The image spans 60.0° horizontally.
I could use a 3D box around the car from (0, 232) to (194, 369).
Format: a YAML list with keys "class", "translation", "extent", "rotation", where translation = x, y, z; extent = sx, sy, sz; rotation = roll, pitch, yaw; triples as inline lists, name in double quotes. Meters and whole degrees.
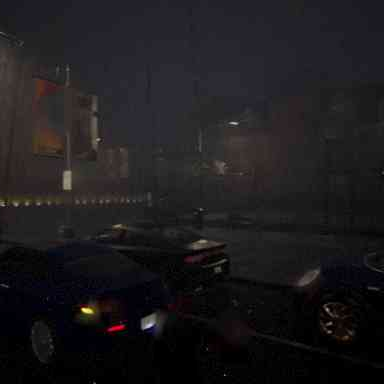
- class: "car"
  translation: [-2.443, 1.551, 5.728]
  extent: [4.674, 1.442, 1.812]
  rotation: [0, 0, 35]

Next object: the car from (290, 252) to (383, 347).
- class: "car"
  translation: [3.840, 1.353, 4.866]
  extent: [4.553, 1.767, 2.185]
  rotation: [0, 0, 35]

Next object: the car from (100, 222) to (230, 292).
- class: "car"
  translation: [-1.475, 1.509, 8.477]
  extent: [5.008, 1.535, 2.097]
  rotation: [0, 0, 35]
